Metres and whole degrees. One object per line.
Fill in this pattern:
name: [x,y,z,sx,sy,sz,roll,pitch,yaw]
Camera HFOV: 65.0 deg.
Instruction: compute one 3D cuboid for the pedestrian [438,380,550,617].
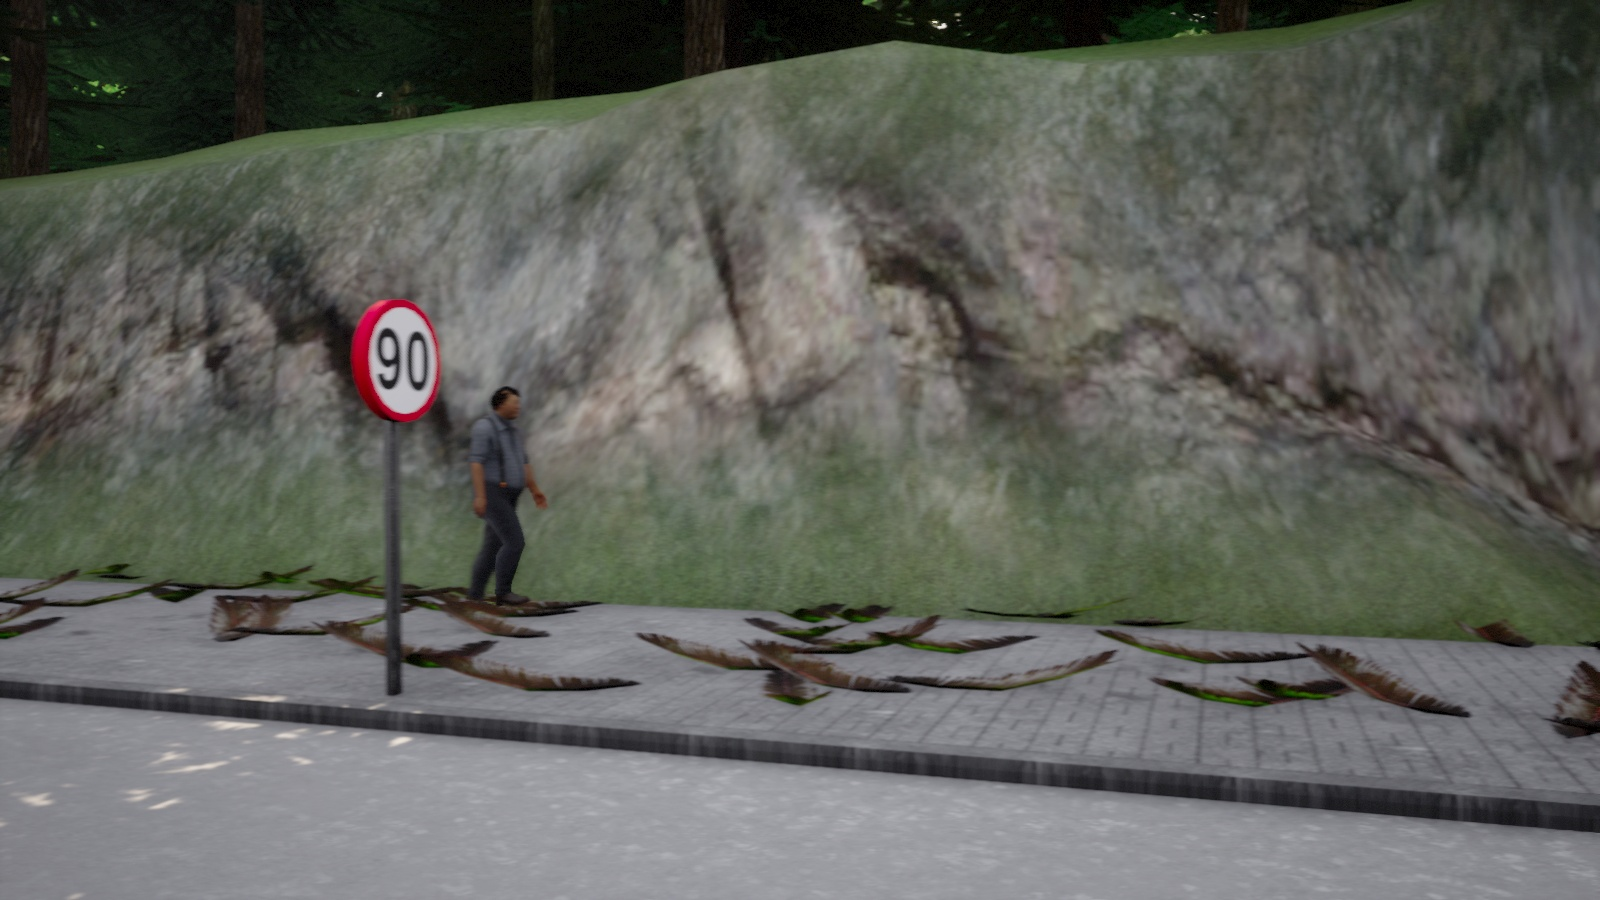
pedestrian: [-2.465,0.371,10.144,0.694,1.848,0.540,0,1,18]
